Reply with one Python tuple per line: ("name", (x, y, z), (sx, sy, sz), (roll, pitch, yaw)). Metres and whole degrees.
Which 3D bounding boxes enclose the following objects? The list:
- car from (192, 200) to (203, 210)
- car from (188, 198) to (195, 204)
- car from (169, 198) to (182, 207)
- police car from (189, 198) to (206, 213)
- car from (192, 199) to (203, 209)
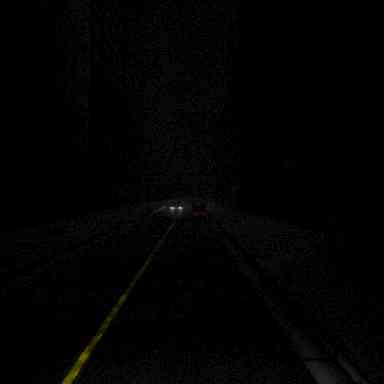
("car", (0.874, 2.100, 53.865), (1.812, 1.442, 4.674), (0, -1, 0))
("car", (-0.046, 2.438, 93.998), (1.882, 1.535, 5.008), (0, -1, 0))
("car", (-3.044, 2.210, 65.727), (1.837, 1.490, 4.892), (0, 0, 0))
("police car", (0.879, 1.890, 43.977), (1.930, 1.638, 5.238), (0, -1, 0))
("car", (0.871, 2.120, 59.866), (1.882, 1.535, 5.008), (0, -1, 0))
